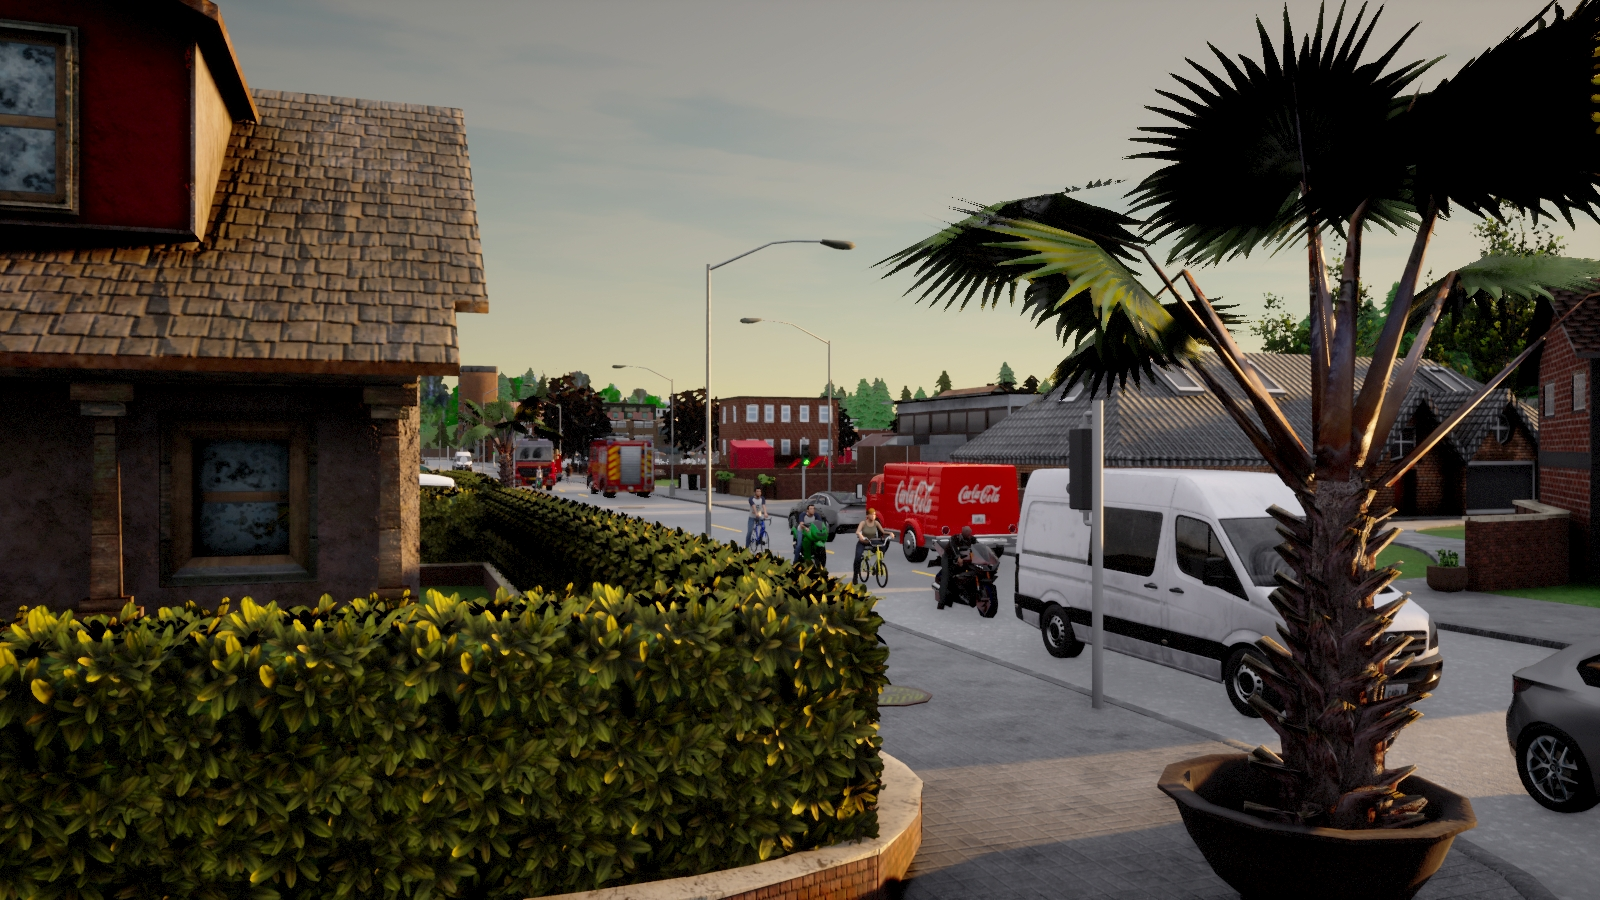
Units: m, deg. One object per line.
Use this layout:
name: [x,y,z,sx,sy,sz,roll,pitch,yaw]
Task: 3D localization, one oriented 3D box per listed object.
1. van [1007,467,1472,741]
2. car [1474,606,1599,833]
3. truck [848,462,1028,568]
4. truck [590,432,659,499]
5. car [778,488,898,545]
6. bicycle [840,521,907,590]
van: [4.966,1.538,14.186,1.988,2.561,5.915,0,0,-20]
car: [6.934,2.069,7.650,1.816,1.474,4.193,0,0,-12]
truck: [3.468,1.570,29.990,2.627,2.467,5.204,0,0,-20]
truck: [-10.956,0.896,70.581,2.891,3.827,8.468,0,0,-18]
car: [1.115,2.053,36.430,2.128,1.511,4.902,0,0,-20]
bicycle: [1.505,2.162,23.648,0.859,1.276,1.487,0,0,-19]
